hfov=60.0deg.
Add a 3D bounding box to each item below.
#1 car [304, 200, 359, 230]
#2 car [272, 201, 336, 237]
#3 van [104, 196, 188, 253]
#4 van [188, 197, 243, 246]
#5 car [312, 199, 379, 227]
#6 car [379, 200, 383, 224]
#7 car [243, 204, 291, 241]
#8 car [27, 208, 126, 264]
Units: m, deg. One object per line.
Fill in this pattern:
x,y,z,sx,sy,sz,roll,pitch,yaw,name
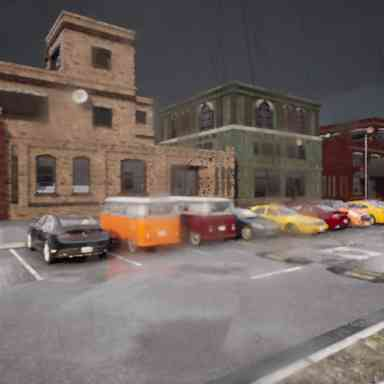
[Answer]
6.820,1.414,19.880,2.097,1.535,5.008,0,0,-35,car
4.660,1.417,18.121,1.946,1.575,5.366,0,0,-35,car
-2.308,1.209,13.530,1.878,1.987,4.442,0,0,-35,van
-0.043,1.205,15.142,1.878,1.987,4.442,0,0,-35,van
9.062,1.283,21.522,2.185,1.767,4.553,0,0,-35,car
11.348,1.404,23.106,2.097,1.535,5.008,0,0,-35,car
2.287,1.466,16.662,2.002,1.452,4.674,0,0,-35,car
-4.500,1.440,11.817,2.231,1.521,4.892,0,0,-35,car
